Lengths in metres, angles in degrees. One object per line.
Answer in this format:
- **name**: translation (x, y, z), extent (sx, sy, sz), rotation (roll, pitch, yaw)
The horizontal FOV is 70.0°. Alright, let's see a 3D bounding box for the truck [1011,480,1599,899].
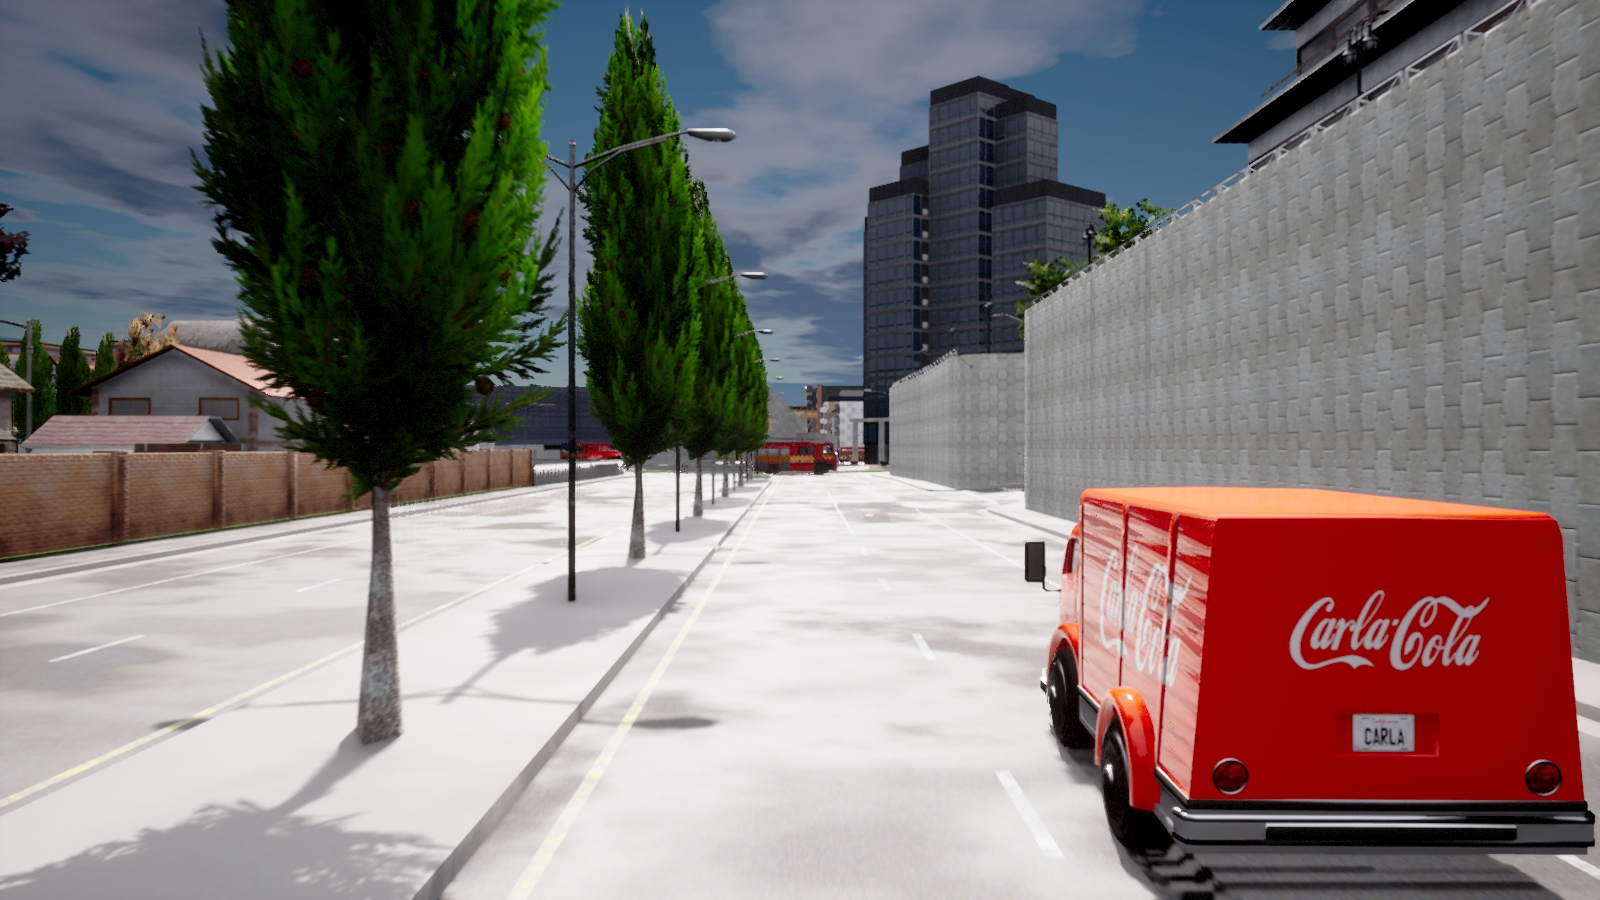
- **truck**: translation (3.472, 1.552, 9.238), extent (2.627, 2.467, 5.204), rotation (0, 0, 1)
